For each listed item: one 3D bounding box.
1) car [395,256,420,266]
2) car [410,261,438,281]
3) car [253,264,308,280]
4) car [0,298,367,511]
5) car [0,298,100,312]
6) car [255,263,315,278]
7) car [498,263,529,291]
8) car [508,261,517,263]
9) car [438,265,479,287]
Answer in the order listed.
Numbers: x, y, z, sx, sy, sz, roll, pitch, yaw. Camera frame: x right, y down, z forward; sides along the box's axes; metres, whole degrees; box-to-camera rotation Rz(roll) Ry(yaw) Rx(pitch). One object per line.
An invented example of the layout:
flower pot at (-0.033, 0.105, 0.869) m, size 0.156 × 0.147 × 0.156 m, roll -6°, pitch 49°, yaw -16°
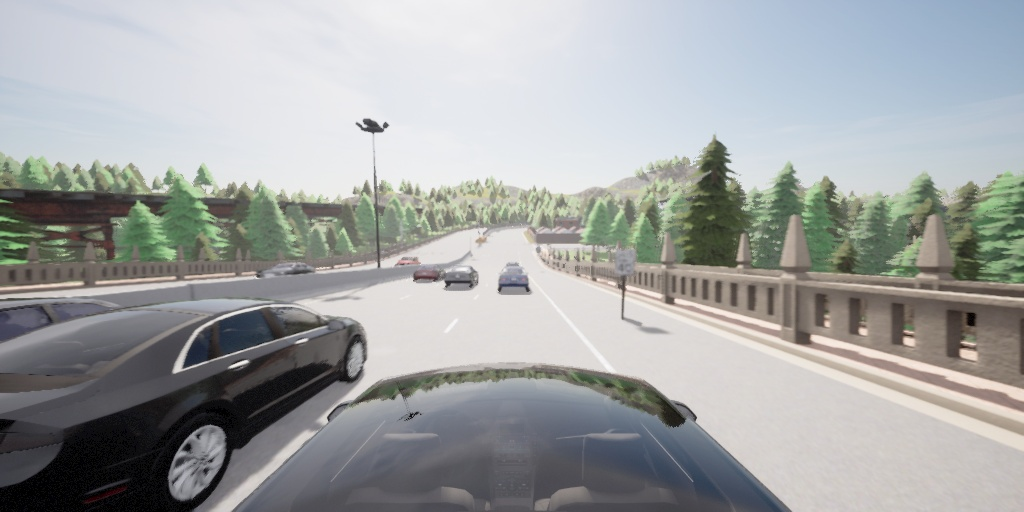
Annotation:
car at (-14.010, 1.061, 48.640) m, size 2.150 × 2.045 × 5.566 m, roll 0°, pitch 0°, yaw 0°
car at (-6.905, 1.367, 30.315) m, size 1.994 × 1.385 × 4.181 m, roll 0°, pitch 0°, yaw 0°
car at (-21.053, 1.409, 32.882) m, size 1.895 × 1.301 × 4.718 m, roll 0°, pitch 0°, yaw 1°
car at (-3.401, 1.248, 4.261) m, size 1.837 × 1.490 × 4.892 m, roll 0°, pitch 0°, yaw 0°
car at (-6.901, 1.301, 5.006) m, size 2.033 × 1.411 × 5.357 m, roll 0°, pitch 0°, yaw 0°
car at (-17.576, 1.293, 28.349) m, size 2.128 × 1.511 × 4.902 m, roll 0°, pitch 0°, yaw 0°
car at (0.096, 1.337, 22.337) m, size 2.033 × 1.411 × 5.357 m, roll 0°, pitch 0°, yaw 0°
car at (0.092, 1.399, 48.577) m, size 1.994 × 1.385 × 4.181 m, roll 0°, pitch 0°, yaw 0°
car at (-3.404, 1.341, 24.891) m, size 2.033 × 1.411 × 5.357 m, roll 0°, pitch 0°, yaw 0°
